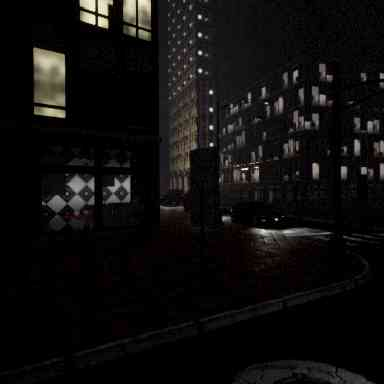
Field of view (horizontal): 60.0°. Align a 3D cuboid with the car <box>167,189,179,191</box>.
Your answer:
[{"bbox_3d":[-2.881,0.587,51.213,2.150,2.045,5.566,-1,1,-18],"label":"car"}]

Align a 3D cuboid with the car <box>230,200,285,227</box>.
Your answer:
[{"bbox_3d":[4.106,1.315,21.553,1.837,1.490,4.892,-1,1,-19],"label":"car"}]

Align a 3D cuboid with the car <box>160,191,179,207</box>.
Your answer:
[{"bbox_3d":[-2.901,1.015,42.160,1.837,1.490,4.892,-1,1,-18],"label":"car"}]

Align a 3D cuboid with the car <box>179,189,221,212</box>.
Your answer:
[{"bbox_3d":[0.823,0.892,31.176,2.150,2.045,5.566,-1,1,-19],"label":"car"}]
